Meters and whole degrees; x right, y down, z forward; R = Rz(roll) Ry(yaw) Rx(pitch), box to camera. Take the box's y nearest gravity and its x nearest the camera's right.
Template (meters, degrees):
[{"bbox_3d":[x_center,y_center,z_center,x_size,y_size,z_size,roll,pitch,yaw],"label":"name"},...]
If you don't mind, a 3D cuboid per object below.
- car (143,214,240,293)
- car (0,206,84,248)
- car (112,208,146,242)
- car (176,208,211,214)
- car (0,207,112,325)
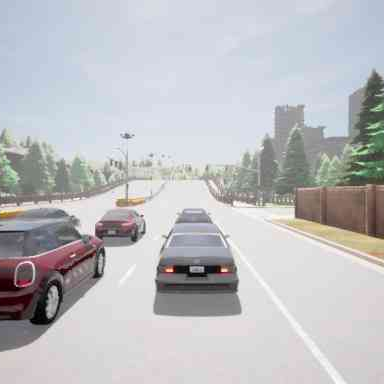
[{"bbox_3d":[0.100,1.547,8.965,2.033,1.411,5.357,0,0,0],"label":"car"},{"bbox_3d":[-6.901,1.505,15.913,1.837,1.490,4.892,0,0,0],"label":"car"},{"bbox_3d":[-3.402,1.526,16.255,1.812,1.442,4.674,0,0,-1],"label":"car"},{"bbox_3d":[0.101,1.564,18.205,1.994,1.385,4.181,0,0,0],"label":"car"},{"bbox_3d":[-3.401,1.352,7.260,2.097,1.767,4.553,0,0,0],"label":"car"}]
